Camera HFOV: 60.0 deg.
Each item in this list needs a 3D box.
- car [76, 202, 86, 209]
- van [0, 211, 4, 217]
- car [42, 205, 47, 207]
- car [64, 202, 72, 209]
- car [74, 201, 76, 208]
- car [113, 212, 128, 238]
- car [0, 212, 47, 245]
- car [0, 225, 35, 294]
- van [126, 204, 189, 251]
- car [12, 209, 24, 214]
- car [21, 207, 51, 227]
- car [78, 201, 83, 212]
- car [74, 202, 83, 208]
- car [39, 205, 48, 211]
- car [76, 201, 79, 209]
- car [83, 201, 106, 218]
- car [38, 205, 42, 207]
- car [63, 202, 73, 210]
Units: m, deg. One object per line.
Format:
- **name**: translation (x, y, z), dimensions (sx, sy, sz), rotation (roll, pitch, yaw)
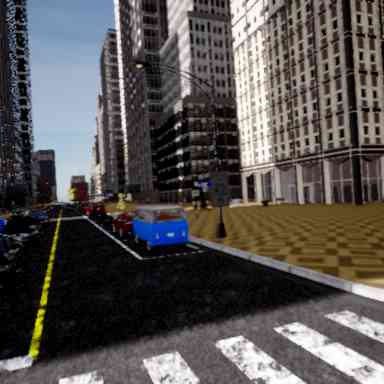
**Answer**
- **car**: translation (-25.631, 3.186, 76.631), dimensions (1.752, 1.417, 4.829), rotation (-3, 0, -21)
- **van**: translation (-13.399, 2.177, 21.795), dimensions (1.690, 1.788, 3.998), rotation (-3, 0, -21)
- **car**: translation (-33.367, 3.696, 73.443), dimensions (1.802, 1.307, 4.206), rotation (-3, 0, -21)
- **car**: translation (-32.843, 3.489, 87.798), dimensions (1.837, 1.490, 4.892), rotation (-3, 0, -21)
- **car**: translation (-23.570, 3.080, 71.308), dimensions (2.008, 1.369, 4.403), rotation (-3, 0, -21)
- **car**: translation (-3.569, 1.793, 19.670), dimensions (1.887, 1.381, 4.507), rotation (-3, 0, -21)
- **car**: translation (-9.306, 2.112, 18.406), dimensions (1.812, 1.442, 4.674), rotation (-3, 0, -21)
- **car**: translation (-5.750, 1.921, 9.210), dimensions (1.994, 1.385, 4.181), rotation (-3, 0, -21)
- **van**: translation (-1.499, 1.456, 14.540), dimensions (1.690, 1.788, 3.998), rotation (-3, 0, -21)
- **car**: translation (-19.381, 2.786, 37.289), dimensions (1.947, 1.339, 4.313), rotation (-3, 0, -21)
- **car**: translation (-13.767, 2.419, 29.963), dimensions (2.033, 1.411, 5.357), rotation (-3, 0, -21)
- **car**: translation (-15.591, 2.334, 50.649), dimensions (2.192, 1.841, 5.009), rotation (-3, 0, -21)
- **car**: translation (-29.563, 3.478, 86.802), dimensions (1.947, 1.339, 4.313), rotation (-3, 0, -21)
- **car**: translation (-37.363, 3.951, 83.772), dimensions (1.802, 1.307, 4.206), rotation (-3, 0, -21)
- **car**: translation (-19.587, 2.589, 60.979), dimensions (2.192, 1.841, 5.009), rotation (-3, 0, -21)
- **car**: translation (-11.594, 2.078, 40.319), dimensions (2.192, 1.841, 5.009), rotation (-3, 0, -21)
- **car**: translation (-25.374, 3.185, 52.784), dimensions (1.802, 1.307, 4.206), rotation (-3, 0, -21)
- **car**: translation (-29.075, 3.386, 78.079), dimensions (2.128, 1.511, 4.902), rotation (-3, 0, -21)
